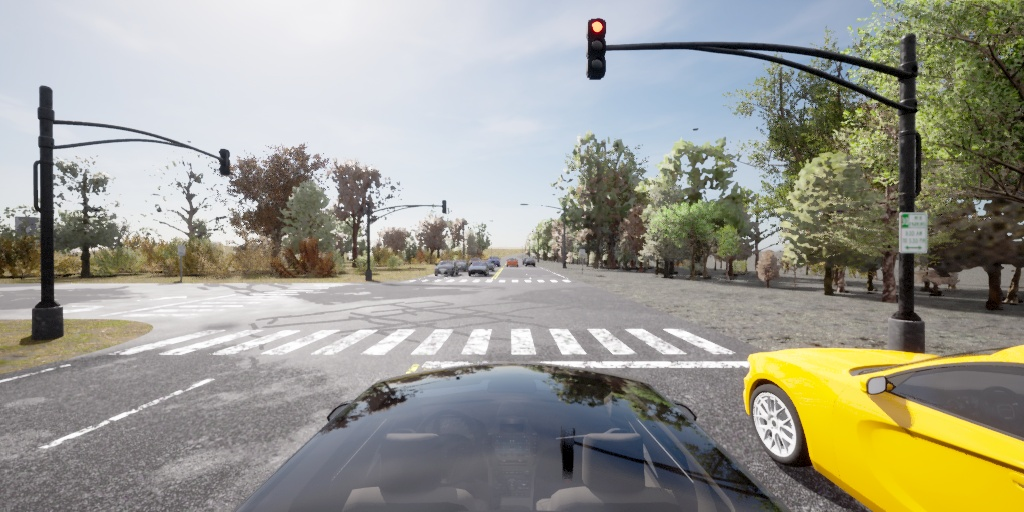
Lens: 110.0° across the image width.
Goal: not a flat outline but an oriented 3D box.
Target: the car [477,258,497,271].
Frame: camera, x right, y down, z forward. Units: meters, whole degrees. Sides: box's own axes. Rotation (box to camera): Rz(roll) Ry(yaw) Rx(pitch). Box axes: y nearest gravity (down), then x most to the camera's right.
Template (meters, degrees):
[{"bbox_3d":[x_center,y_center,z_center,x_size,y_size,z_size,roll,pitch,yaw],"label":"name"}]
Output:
[{"bbox_3d":[-3.334,1.315,46.186,1.994,1.385,4.181,0,0,0],"label":"car"}]

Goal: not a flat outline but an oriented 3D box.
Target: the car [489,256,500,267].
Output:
[{"bbox_3d":[-3.286,0.977,64.181,2.150,2.045,5.566,0,0,1],"label":"car"}]

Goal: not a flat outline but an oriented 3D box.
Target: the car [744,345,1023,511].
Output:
[{"bbox_3d":[3.363,1.195,1.746,1.882,1.535,5.008,0,1,0],"label":"car"}]

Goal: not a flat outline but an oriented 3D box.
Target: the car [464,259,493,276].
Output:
[{"bbox_3d":[-3.338,1.298,36.687,2.033,1.411,5.357,0,0,0],"label":"car"}]

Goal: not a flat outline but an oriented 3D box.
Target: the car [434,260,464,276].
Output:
[{"bbox_3d":[-6.586,1.242,36.465,2.128,1.511,4.902,0,0,0],"label":"car"}]
